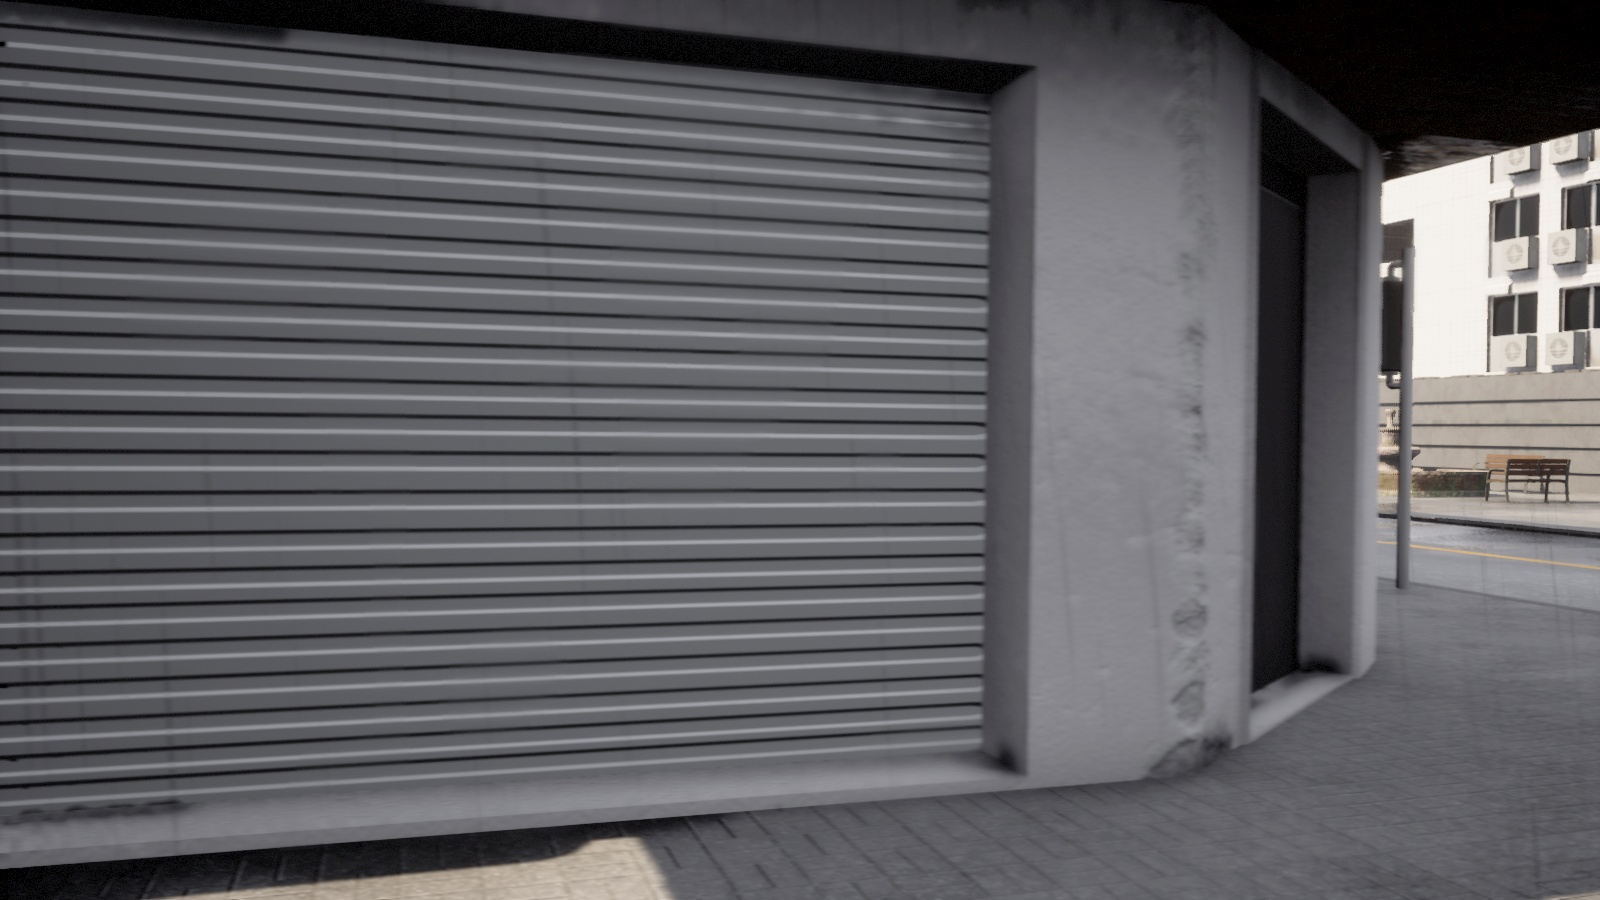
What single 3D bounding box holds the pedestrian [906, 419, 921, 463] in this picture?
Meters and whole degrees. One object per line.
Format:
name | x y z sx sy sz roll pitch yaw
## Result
pedestrian | 4.999 -0.414 55.377 0.396 1.930 0.692 -1 1 -16
